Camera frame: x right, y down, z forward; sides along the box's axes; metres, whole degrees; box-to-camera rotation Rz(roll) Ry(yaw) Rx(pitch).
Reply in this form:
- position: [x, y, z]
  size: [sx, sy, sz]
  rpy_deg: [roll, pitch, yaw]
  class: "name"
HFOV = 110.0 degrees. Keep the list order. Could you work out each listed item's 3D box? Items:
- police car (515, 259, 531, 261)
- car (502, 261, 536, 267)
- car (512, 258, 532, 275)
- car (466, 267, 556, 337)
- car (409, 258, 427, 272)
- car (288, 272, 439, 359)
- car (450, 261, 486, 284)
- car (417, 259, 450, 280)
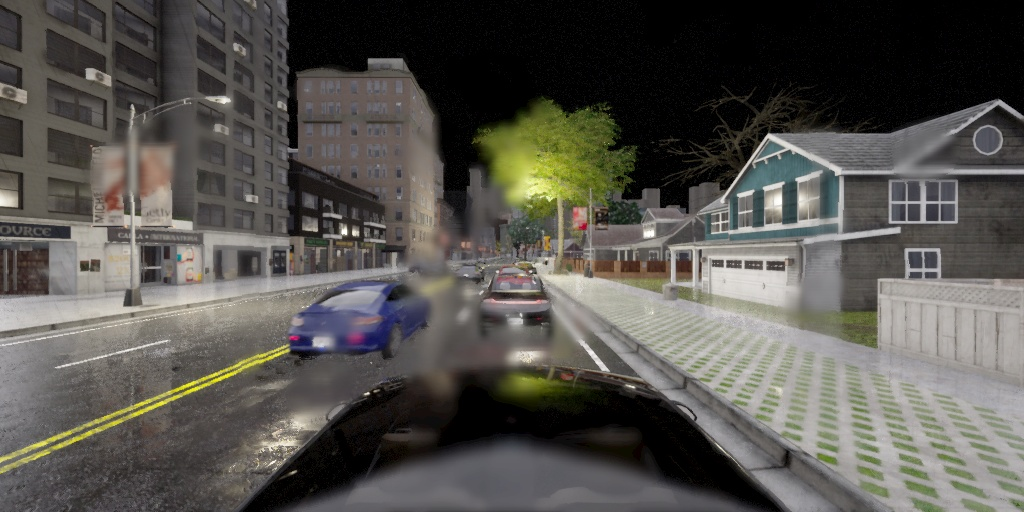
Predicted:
- position: [1.006, 1.155, 29.529]
  size: [1.930, 1.638, 5.238]
  rpy_deg: [0, 0, 0]
  class: "police car"
- position: [0.120, 1.219, 19.800]
  size: [1.882, 1.535, 5.008]
  rpy_deg: [0, 0, 0]
  class: "car"
- position: [1.016, 1.068, 39.389]
  size: [2.097, 1.767, 4.553]
  rpy_deg: [0, 0, 0]
  class: "car"
- position: [0.112, 1.239, 10.296]
  size: [2.128, 1.511, 4.902]
  rpy_deg: [0, 0, 0]
  class: "car"
- position: [-9.808, 1.069, 39.720]
  size: [2.097, 1.767, 4.553]
  rpy_deg: [0, 0, 0]
  class: "car"
- position: [-3.142, 1.274, 8.274]
  size: [1.812, 1.442, 4.674]
  rpy_deg: [0, 0, 0]
  class: "car"
- position: [-3.119, 1.298, 26.891]
  size: [1.994, 1.385, 4.181]
  rpy_deg: [0, 0, 0]
  class: "car"
- position: [-6.567, 1.232, 31.507]
  size: [1.837, 1.490, 4.892]
  rpy_deg: [0, 0, 0]
  class: "car"
